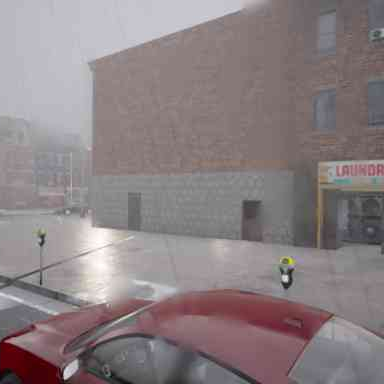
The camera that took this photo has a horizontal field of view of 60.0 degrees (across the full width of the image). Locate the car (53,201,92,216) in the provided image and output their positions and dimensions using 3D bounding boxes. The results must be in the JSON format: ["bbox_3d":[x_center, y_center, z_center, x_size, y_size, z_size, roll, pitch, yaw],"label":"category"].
[{"bbox_3d":[-13.533,1.867,38.328,1.837,1.490,4.892,1,0,36],"label":"car"}]

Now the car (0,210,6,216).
[{"bbox_3d":[-19.608,1.826,29.908,1.895,1.301,4.718,1,0,37],"label":"car"}]

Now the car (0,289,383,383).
[{"bbox_3d":[0.102,1.544,2.727,4.507,1.381,1.887,0,1,36],"label":"car"}]
